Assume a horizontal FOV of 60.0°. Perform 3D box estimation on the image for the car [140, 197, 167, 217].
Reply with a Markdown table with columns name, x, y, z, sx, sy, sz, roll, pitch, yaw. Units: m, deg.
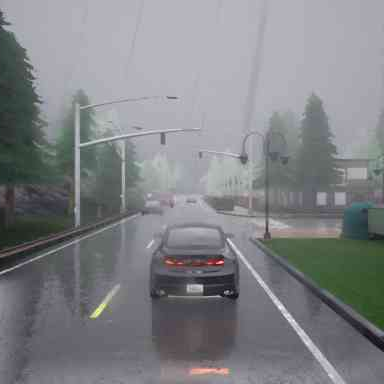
| name | x | y | z | sx | sy | sz | roll | pitch | yaw |
| --- | --- | --- | --- | --- | --- | --- | --- | --- | --- |
| car | -3.671 | 1.525 | 31.733 | 1.812 | 1.442 | 4.674 | 0 | 0 | 0 |

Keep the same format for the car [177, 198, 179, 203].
| name | x | y | z | sx | sy | sz | roll | pitch | yaw |
| --- | --- | --- | --- | --- | --- | --- | --- | --- | --- |
| car | -3.686 | 1.525 | 64.600 | 1.812 | 1.442 | 4.674 | 0 | 0 | 0 |

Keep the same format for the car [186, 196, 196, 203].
| name | x | y | z | sx | sy | sz | roll | pitch | yaw |
| --- | --- | --- | --- | --- | --- | --- | --- | --- | --- |
| car | -0.147 | 1.564 | 66.664 | 1.994 | 1.385 | 4.181 | 0 | 0 | 0 |

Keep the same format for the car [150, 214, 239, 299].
| name | x | y | z | sx | sy | sz | roll | pitch | yaw |
| --- | --- | --- | --- | --- | --- | --- | --- | --- | --- |
| car | 0.055 | 1.505 | 8.456 | 1.837 | 1.490 | 4.892 | 0 | 0 | 0 |

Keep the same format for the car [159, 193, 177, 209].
| name | x | y | z | sx | sy | sz | roll | pitch | yaw |
| --- | --- | --- | --- | --- | --- | --- | --- | --- | --- |
| car | -3.706 | 1.221 | 46.863 | 2.150 | 2.045 | 5.566 | 0 | 0 | 0 |
